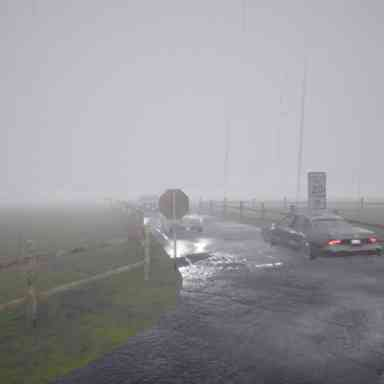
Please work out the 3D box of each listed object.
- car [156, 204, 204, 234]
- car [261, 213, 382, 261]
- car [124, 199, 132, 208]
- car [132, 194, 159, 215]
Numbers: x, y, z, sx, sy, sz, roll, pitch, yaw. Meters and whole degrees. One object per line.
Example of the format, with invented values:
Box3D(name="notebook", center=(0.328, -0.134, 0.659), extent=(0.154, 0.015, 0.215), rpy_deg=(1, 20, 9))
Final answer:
Box3D(name="car", center=(-0.709, 1.595, 19.442), extent=(1.895, 1.301, 4.718), rpy_deg=(-1, 0, -13))
Box3D(name="car", center=(4.244, 1.464, 11.969), extent=(2.033, 1.411, 5.357), rpy_deg=(-1, 0, -10))
Box3D(name="car", center=(-8.851, 1.678, 48.605), extent=(2.033, 1.411, 5.357), rpy_deg=(-1, 0, -19))
Box3D(name="car", center=(-4.394, 1.249, 33.836), extent=(2.150, 2.045, 5.566), rpy_deg=(-1, 0, -16))
